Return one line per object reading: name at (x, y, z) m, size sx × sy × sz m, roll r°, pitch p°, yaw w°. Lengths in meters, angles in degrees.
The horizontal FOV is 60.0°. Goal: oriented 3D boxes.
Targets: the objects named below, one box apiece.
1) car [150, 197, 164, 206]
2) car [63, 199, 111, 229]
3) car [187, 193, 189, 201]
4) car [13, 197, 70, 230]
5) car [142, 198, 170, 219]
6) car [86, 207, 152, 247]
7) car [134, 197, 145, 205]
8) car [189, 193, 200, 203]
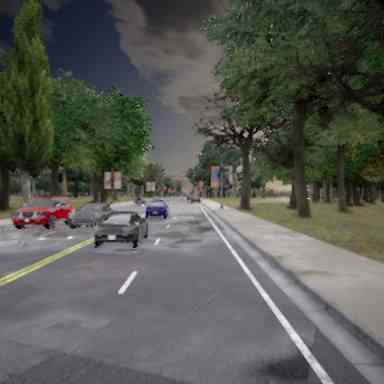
car at (-6.721, 1.799, 64.227) m, size 2.033 × 1.411 × 5.357 m, roll 0°, pitch 0°, yaw 0°
car at (-6.627, 1.485, 22.485) m, size 2.097 × 1.767 × 4.553 m, roll 0°, pitch 0°, yaw 0°
car at (-0.400, 1.540, 93.674) m, size 2.097 × 1.767 × 4.553 m, roll 0°, pitch 0°, yaw 0°
car at (-9.877, 1.355, 22.659) m, size 2.150 × 2.045 × 5.566 m, roll 0°, pitch 0°, yaw 0°
car at (-3.204, 1.644, 31.500) m, size 1.882 × 1.535 × 5.008 m, roll 0°, pitch 0°, yaw 0°
car at (-3.152, 1.624, 15.396) m, size 1.812 × 1.442 × 4.674 m, roll 0°, pitch 0°, yaw 0°
car at (-9.974, 1.777, 64.195) m, size 1.812 × 1.442 × 4.674 m, roll 0°, pitch 0°, yaw 0°
car at (0.849, 1.631, 76.261) m, size 2.097 × 1.767 × 4.553 m, roll 0°, pitch 0°, yaw 0°
